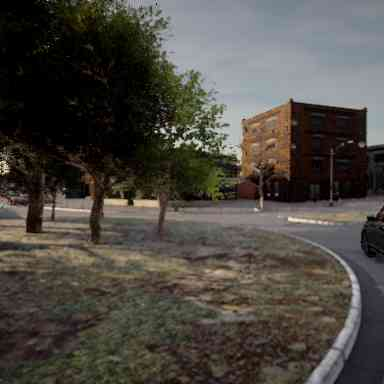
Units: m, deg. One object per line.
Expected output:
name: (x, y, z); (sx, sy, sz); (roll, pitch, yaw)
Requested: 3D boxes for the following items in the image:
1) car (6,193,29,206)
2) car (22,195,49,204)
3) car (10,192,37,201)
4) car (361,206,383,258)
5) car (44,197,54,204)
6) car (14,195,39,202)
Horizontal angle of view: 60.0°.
car: (-29.112, 1.459, 55.757); (2.097, 1.767, 4.553); (1, 0, -37)
car: (-31.641, 1.442, 67.268); (4.553, 1.767, 2.185); (1, 0, -35)
car: (-41.087, 1.153, 81.014); (5.566, 2.045, 2.435); (1, 0, -35)
car: (6.897, 1.323, 10.215); (2.150, 2.045, 5.566); (0, 0, 16)
car: (-28.615, 1.624, 62.754); (4.792, 1.488, 2.163); (1, 0, -34)
car: (-38.042, 1.463, 76.518); (5.008, 1.535, 2.097); (1, 0, -34)
